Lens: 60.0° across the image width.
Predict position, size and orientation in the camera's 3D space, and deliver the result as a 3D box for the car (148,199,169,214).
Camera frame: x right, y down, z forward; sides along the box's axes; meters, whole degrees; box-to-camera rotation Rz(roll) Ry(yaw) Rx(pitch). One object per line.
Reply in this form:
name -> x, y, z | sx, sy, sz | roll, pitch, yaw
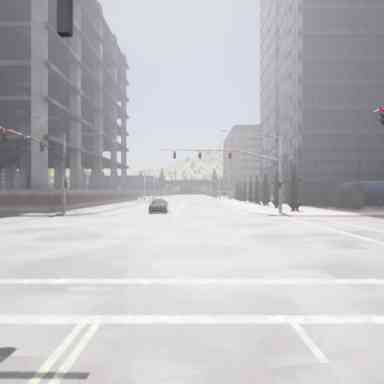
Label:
car -> -3.483, 1.494, 35.344 | 1.882, 1.535, 5.008 | 0, 0, 0
